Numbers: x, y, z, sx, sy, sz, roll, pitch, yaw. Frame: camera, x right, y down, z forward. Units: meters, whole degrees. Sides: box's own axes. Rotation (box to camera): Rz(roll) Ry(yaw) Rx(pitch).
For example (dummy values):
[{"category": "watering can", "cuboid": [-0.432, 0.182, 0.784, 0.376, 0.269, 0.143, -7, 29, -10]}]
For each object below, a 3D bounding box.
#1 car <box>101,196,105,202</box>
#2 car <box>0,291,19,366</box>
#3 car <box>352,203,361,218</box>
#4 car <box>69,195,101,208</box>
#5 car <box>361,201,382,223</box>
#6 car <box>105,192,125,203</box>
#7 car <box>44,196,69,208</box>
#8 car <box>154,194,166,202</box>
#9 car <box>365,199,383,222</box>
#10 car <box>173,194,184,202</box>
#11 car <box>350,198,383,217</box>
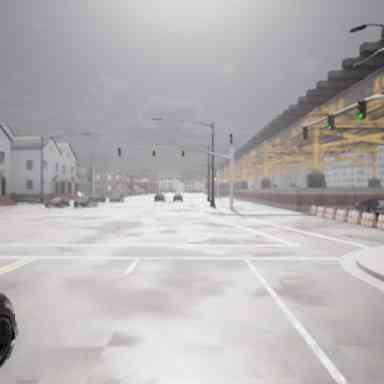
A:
[{"category": "car", "cuboid": [-16.855, 1.260, 59.101, 1.895, 1.301, 4.718, 0, 0, 2]}, {"category": "car", "cuboid": [-3.429, 1.546, 2.979, 1.994, 1.385, 4.181, 0, 0, 0]}, {"category": "car", "cuboid": [14.032, 1.303, 25.838, 2.038, 1.542, 4.974, 0, 0, 45]}, {"category": "car", "cuboid": [-13.801, 1.255, 43.157, 1.837, 1.490, 4.892, 0, 0, 2]}, {"category": "car", "cuboid": [13.928, 1.330, 21.231, 2.038, 1.542, 4.974, 0, 0, -35]}, {"category": "car", "cuboid": [-13.354, 1.161, 59.264, 1.837, 1.490, 4.892, 0, 1, 2]}, {"category": "car", "cuboid": [-17.306, 1.277, 42.984, 1.812, 1.442, 4.674, 0, 0, 2]}, {"category": "car", "cuboid": [-6.183, 1.107, 64.460, 1.882, 1.535, 5.008, 0, 0, 1]}, {"category": "car", "cuboid": [13.958, 1.173, 21.188, 1.853, 1.218, 4.536, 0, 0, -35]}, {"category": "car", "cuboid": [-2.684, 1.135, 64.373, 1.837, 1.490, 4.892, 0, 0, 1]}, {"category": "car", "cuboid": [14.068, 1.146, 25.874, 1.853, 1.218, 4.536, 0, 0, 45]}]
